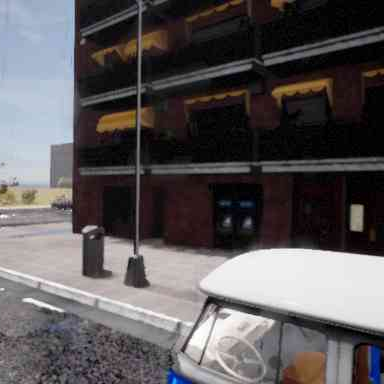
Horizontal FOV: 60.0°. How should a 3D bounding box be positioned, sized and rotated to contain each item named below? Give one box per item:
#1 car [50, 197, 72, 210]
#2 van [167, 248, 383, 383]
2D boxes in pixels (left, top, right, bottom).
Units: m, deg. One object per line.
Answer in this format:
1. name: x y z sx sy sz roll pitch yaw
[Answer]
1. car: -12.851 1.217 37.017 2.033 1.411 5.357 1 1 36
2. van: 1.645 1.344 1.681 3.998 1.788 1.690 0 1 36
